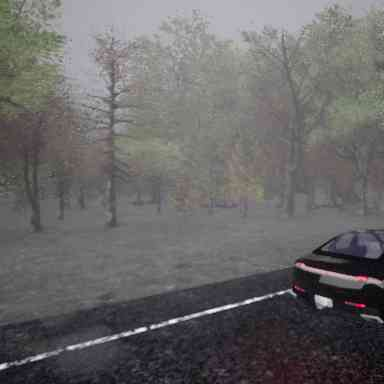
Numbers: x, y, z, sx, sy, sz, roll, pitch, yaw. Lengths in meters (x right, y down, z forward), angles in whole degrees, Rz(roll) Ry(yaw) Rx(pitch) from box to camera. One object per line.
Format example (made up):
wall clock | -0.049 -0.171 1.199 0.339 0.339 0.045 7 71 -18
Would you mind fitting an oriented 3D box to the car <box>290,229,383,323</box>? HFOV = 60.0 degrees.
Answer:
car | 4.036 1.500 6.620 4.902 1.511 2.128 0 0 -35
